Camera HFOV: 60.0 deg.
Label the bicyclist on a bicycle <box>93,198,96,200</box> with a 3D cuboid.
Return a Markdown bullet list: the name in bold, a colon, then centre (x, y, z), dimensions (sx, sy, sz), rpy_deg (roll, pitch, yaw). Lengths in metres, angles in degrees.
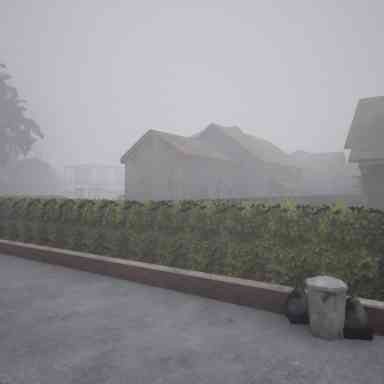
- **bicyclist on a bicycle**: centre (-8.795, 1.349, 30.383), dimensions (1.656, 1.620, 0.582), rpy_deg (0, 0, 35)

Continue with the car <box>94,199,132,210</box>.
- **car**: centre (-10.140, 1.601, 43.010), dimensions (1.895, 1.301, 4.718), rpy_deg (0, 0, 35)

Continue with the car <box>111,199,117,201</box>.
- **car**: centre (-6.496, 1.356, 25.693), dimensions (5.357, 1.415, 2.033), rpy_deg (0, 0, 38)
